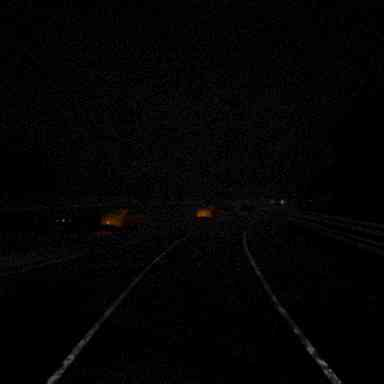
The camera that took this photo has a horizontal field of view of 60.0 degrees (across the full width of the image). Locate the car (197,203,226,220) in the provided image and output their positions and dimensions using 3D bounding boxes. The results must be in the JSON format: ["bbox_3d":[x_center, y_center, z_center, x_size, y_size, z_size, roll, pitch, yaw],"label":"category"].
[{"bbox_3d":[2.104,2.352,38.369,1.882,1.535,5.008,-1,-1,20],"label":"car"}]

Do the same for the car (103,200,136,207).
[{"bbox_3d":[-12.790,2.616,58.968,2.150,2.045,5.566,-1,-1,21],"label":"car"}]

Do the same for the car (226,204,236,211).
[{"bbox_3d":[6.743,2.893,61.412,1.895,1.301,4.718,-1,-1,20],"label":"car"}]

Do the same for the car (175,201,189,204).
[{"bbox_3d":[-2.005,3.257,88.619,2.097,1.767,4.553,-1,-1,20],"label":"car"}]

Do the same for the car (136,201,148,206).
[{"bbox_3d":[-10.721,3.048,74.857,2.097,1.767,4.553,-1,-1,20],"label":"car"}]

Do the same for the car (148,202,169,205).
[{"bbox_3d":[-7.389,3.198,73.769,1.994,1.385,4.181,-1,-1,20],"label":"car"}]

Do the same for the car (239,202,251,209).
[{"bbox_3d":[12.151,3.025,76.325,1.882,1.535,5.008,-1,-1,20],"label":"car"}]

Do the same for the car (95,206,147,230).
[{"bbox_3d":[-5.530,2.199,27.584,1.882,1.535,5.008,-1,-1,20],"label":"car"}]

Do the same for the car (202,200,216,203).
[{"bbox_3d":[3.457,2.563,62.631,2.150,2.045,5.566,-1,-1,20],"label":"car"}]

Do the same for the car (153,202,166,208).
[{"bbox_3d":[-8.800,3.482,90.408,1.994,1.385,4.181,-1,-1,20],"label":"car"}]

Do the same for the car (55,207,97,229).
[{"bbox_3d":[-9.078,2.305,28.059,2.033,1.411,5.357,-1,-1,20],"label":"car"}]

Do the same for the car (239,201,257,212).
[{"bbox_3d":[10.025,2.749,60.200,1.837,1.490,4.892,-1,-1,20],"label":"car"}]

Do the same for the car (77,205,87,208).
[{"bbox_3d":[-19.551,3.045,60.812,1.994,1.385,4.181,-1,-1,20],"label":"car"}]

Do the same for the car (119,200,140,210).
[{"bbox_3d":[-14.184,2.959,75.576,2.150,2.045,5.566,-1,-1,20],"label":"car"}]

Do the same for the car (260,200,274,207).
[{"bbox_3d":[18.867,3.267,84.570,1.895,1.301,4.718,-1,-1,20],"label":"car"}]

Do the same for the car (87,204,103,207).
[{"bbox_3d":[-16.116,2.920,60.046,1.882,1.535,5.008,-1,-1,21],"label":"car"}]

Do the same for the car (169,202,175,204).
[{"bbox_3d":[-5.355,3.426,89.643,1.882,1.535,5.008,-1,-1,20],"label":"car"}]
